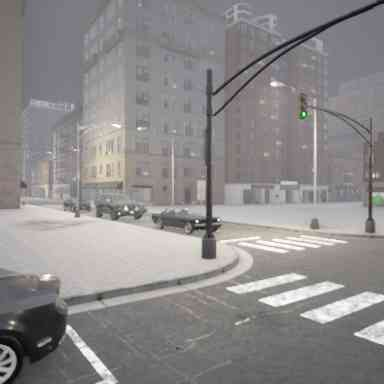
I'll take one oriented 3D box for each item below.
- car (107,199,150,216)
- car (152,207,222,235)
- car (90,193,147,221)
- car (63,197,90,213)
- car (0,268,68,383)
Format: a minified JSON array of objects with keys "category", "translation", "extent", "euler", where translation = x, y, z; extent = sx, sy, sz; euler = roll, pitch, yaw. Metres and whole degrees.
[{"category":"car","translation":[-6.311,1.457,32.386],"extent":[2.033,1.411,5.357],"euler":[0,0,-36]},{"category":"car","translation":[-0.401,1.566,19.064],"extent":[1.895,1.301,4.718],"euler":[0,0,-36]},{"category":"car","translation":[-6.053,1.138,26.958],"extent":[2.150,2.045,5.566],"euler":[0,0,-35]},{"category":"car","translation":[-12.456,1.346,35.936],"extent":[1.882,1.535,5.008],"euler":[0,0,-36]},{"category":"car","translation":[-3.671,1.547,3.569],"extent":[4.403,1.369,2.008],"euler":[0,0,-36]}]
